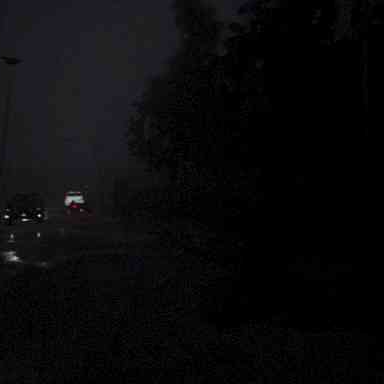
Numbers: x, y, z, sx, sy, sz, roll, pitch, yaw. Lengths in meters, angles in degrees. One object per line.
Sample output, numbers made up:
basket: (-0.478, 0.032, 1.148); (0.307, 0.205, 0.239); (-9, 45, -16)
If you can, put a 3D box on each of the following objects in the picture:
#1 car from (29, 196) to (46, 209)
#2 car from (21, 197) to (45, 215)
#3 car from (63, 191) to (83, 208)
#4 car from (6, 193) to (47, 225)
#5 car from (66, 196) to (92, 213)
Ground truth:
car: (-19.689, 1.301, 42.513); (1.812, 1.442, 4.674); (-1, 1, -22)
car: (-15.704, 1.334, 32.986); (1.837, 1.490, 4.892); (-1, 1, -23)
car: (-15.044, 0.937, 42.165); (2.150, 2.045, 5.566); (-1, 1, -23)
car: (-11.856, 1.103, 23.843); (2.150, 2.045, 5.566); (-1, 1, -23)
car: (-11.144, 1.369, 32.970); (1.895, 1.301, 4.718); (-1, 1, -23)
